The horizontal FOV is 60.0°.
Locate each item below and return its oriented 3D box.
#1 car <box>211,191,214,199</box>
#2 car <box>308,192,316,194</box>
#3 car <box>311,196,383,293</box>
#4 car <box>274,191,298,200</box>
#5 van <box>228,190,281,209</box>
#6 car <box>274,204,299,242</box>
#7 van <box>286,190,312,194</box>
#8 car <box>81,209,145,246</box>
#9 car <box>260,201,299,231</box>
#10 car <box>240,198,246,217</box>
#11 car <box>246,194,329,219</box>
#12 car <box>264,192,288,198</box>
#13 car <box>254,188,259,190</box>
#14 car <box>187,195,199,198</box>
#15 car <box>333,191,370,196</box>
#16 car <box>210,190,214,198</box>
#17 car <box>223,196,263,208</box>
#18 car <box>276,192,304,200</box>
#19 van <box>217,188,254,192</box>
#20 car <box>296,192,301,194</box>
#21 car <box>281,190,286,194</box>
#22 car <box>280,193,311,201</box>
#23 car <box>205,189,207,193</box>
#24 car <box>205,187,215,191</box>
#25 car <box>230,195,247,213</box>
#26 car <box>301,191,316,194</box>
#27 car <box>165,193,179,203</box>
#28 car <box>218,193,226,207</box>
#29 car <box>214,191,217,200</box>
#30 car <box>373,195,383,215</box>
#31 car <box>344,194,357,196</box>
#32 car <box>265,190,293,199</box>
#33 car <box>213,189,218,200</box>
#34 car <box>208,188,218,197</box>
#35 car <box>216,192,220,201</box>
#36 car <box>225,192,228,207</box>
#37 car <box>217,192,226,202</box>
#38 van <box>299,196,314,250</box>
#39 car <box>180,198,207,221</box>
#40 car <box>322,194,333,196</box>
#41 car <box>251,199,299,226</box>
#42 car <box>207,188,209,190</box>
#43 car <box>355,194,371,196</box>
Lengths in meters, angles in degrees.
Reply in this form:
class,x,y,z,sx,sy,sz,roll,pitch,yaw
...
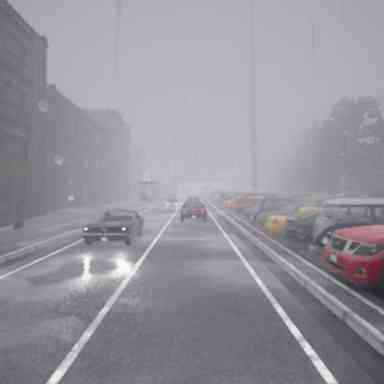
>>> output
class,x,y,z,sx,sy,sz,roll,pitch,yaw
car,6.539,0.973,57.927,5.366,1.575,1.946,0,1,0
car,19.387,1.096,46.764,4.892,1.521,2.231,0,1,0
car,6.090,1.212,7.828,5.566,2.045,2.435,0,0,0
car,19.517,0.721,69.164,4.553,1.767,2.185,0,1,0
van,6.119,1.011,32.940,4.442,1.987,1.878,0,1,0
car,6.138,1.416,13.396,4.892,1.521,2.231,0,1,0
van,19.317,0.749,57.901,4.442,1.987,1.878,0,1,0
car,-3.332,1.481,14.857,1.895,1.301,4.718,0,0,0
car,6.343,1.388,16.178,5.366,1.575,1.946,0,1,0
car,6.199,1.356,24.530,4.674,1.452,2.002,0,1,0
car,6.152,1.217,21.746,4.553,1.767,2.185,0,1,0
car,19.531,0.691,77.535,5.008,1.535,2.097,0,1,0
car,19.571,0.372,88.555,4.892,1.521,2.231,0,2,0
car,0.137,1.121,41.896,2.128,1.511,4.902,0,1,0
car,19.310,1.056,38.408,4.553,1.767,2.185,0,1,0
car,6.361,0.945,60.711,5.008,1.535,2.097,0,1,0
car,6.277,1.194,41.229,4.674,1.452,2.002,0,1,0
car,19.468,0.882,66.381,5.008,1.535,2.097,0,1,0
van,6.431,0.841,49.575,4.442,1.987,1.878,0,1,0
car,19.410,1.076,52.334,4.674,1.452,2.002,0,1,0
car,19.418,0.693,60.685,5.566,2.045,2.435,0,1,0
car,19.645,0.911,63.472,5.366,1.575,1.946,0,1,0
car,6.513,0.496,85.780,4.792,1.488,2.163,0,2,0
car,6.479,0.145,91.346,4.553,1.767,2.185,0,2,0
car,6.194,1.294,30.096,4.792,1.488,2.163,0,1,0
car,19.399,1.066,49.549,5.008,1.535,2.097,0,1,0
car,-3.288,0.984,55.636,1.837,1.490,4.892,0,1,0
car,6.076,1.179,38.446,5.366,1.575,1.946,0,1,0
car,6.333,1.038,52.362,4.892,1.521,2.231,0,1,0
car,19.271,1.138,30.055,4.553,1.767,2.185,0,1,0
car,19.331,1.249,35.625,4.674,1.452,2.002,0,1,0
car,19.540,0.500,74.741,5.566,2.045,2.435,0,1,0
car,6.309,0.879,55.269,4.553,1.767,2.185,0,1,0
car,6.408,0.663,63.491,5.566,2.045,2.435,0,1,0
car,6.306,1.096,46.795,5.008,1.535,2.097,0,1,0
car,6.218,1.084,35.661,4.553,1.767,2.185,0,1,0
car,6.283,1.125,44.012,5.008,1.535,2.097,0,1,0
van,6.015,1.214,10.612,4.442,1.987,1.878,0,0,0
car,0.130,1.393,25.052,1.895,1.301,4.718,0,1,0
car,19.326,0.903,41.191,5.566,2.045,2.435,0,1,0
car,6.177,1.368,18.962,4.892,1.521,2.231,0,1,0
car,6.489,0.502,80.210,4.553,1.767,2.185,0,1,0
car,19.310,1.237,32.840,5.008,1.535,2.097,0,1,0
